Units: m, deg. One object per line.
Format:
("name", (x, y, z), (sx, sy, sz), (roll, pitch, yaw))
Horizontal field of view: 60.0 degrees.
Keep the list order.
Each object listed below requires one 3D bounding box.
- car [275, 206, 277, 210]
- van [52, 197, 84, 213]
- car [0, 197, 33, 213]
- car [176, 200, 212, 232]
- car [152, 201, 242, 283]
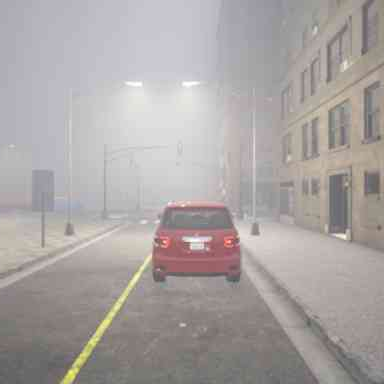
("car", (12.192, 1.671, 39.045), (4.829, 1.417, 1.752), (0, 0, -1))
("van", (-14.652, 1.530, 38.690), (3.998, 1.788, 1.690), (0, 0, -1))
("car", (-20.292, 1.502, 38.615), (5.009, 1.841, 2.192), (0, 0, -1))
("car", (0.140, 1.433, 21.574), (2.097, 1.767, 4.553), (0, 0, 0))
("car", (0.117, 1.260, 9.884), (2.150, 2.045, 5.566), (0, 0, 0))
